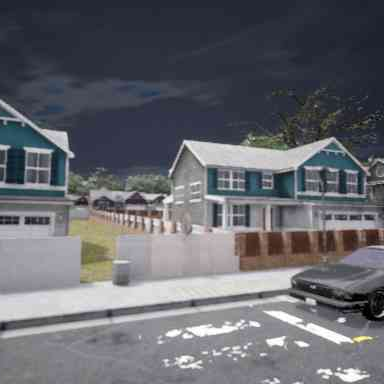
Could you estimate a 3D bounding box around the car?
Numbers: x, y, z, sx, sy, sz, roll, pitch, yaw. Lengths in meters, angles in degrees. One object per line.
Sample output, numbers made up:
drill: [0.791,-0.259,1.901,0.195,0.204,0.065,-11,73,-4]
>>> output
car: [5.044,2.085,8.391,5.357,1.411,2.033,2,-5,-24]
